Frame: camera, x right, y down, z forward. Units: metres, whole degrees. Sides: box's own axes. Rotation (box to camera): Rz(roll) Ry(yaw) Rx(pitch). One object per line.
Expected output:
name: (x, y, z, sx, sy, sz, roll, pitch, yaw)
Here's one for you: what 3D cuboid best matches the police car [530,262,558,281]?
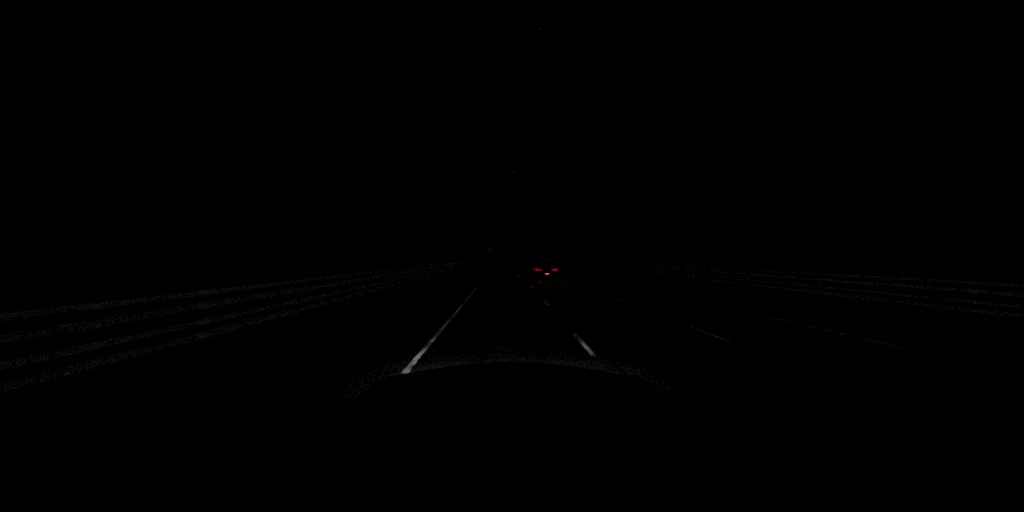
police car: (2.657, 1.275, 30.836, 2.038, 1.542, 4.974, 0, 0, -3)
